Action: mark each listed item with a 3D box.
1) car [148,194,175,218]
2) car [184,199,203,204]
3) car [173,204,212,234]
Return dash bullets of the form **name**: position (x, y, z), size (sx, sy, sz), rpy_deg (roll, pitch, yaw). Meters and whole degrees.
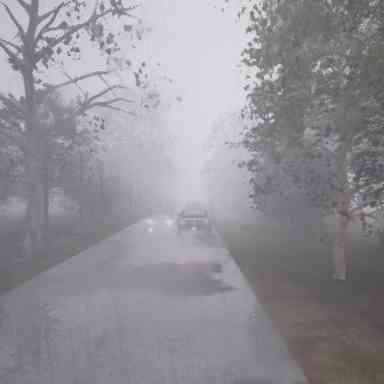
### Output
- **car**: position (-2.727, 1.240, 30.940), size (2.150, 2.045, 5.566), rpy_deg (0, 0, 1)
- **car**: position (0.189, 1.527, 37.414), size (1.837, 1.490, 4.892), rpy_deg (0, 0, 0)
- **car**: position (0.129, 1.613, 19.385), size (1.895, 1.301, 4.718), rpy_deg (0, 0, 0)
